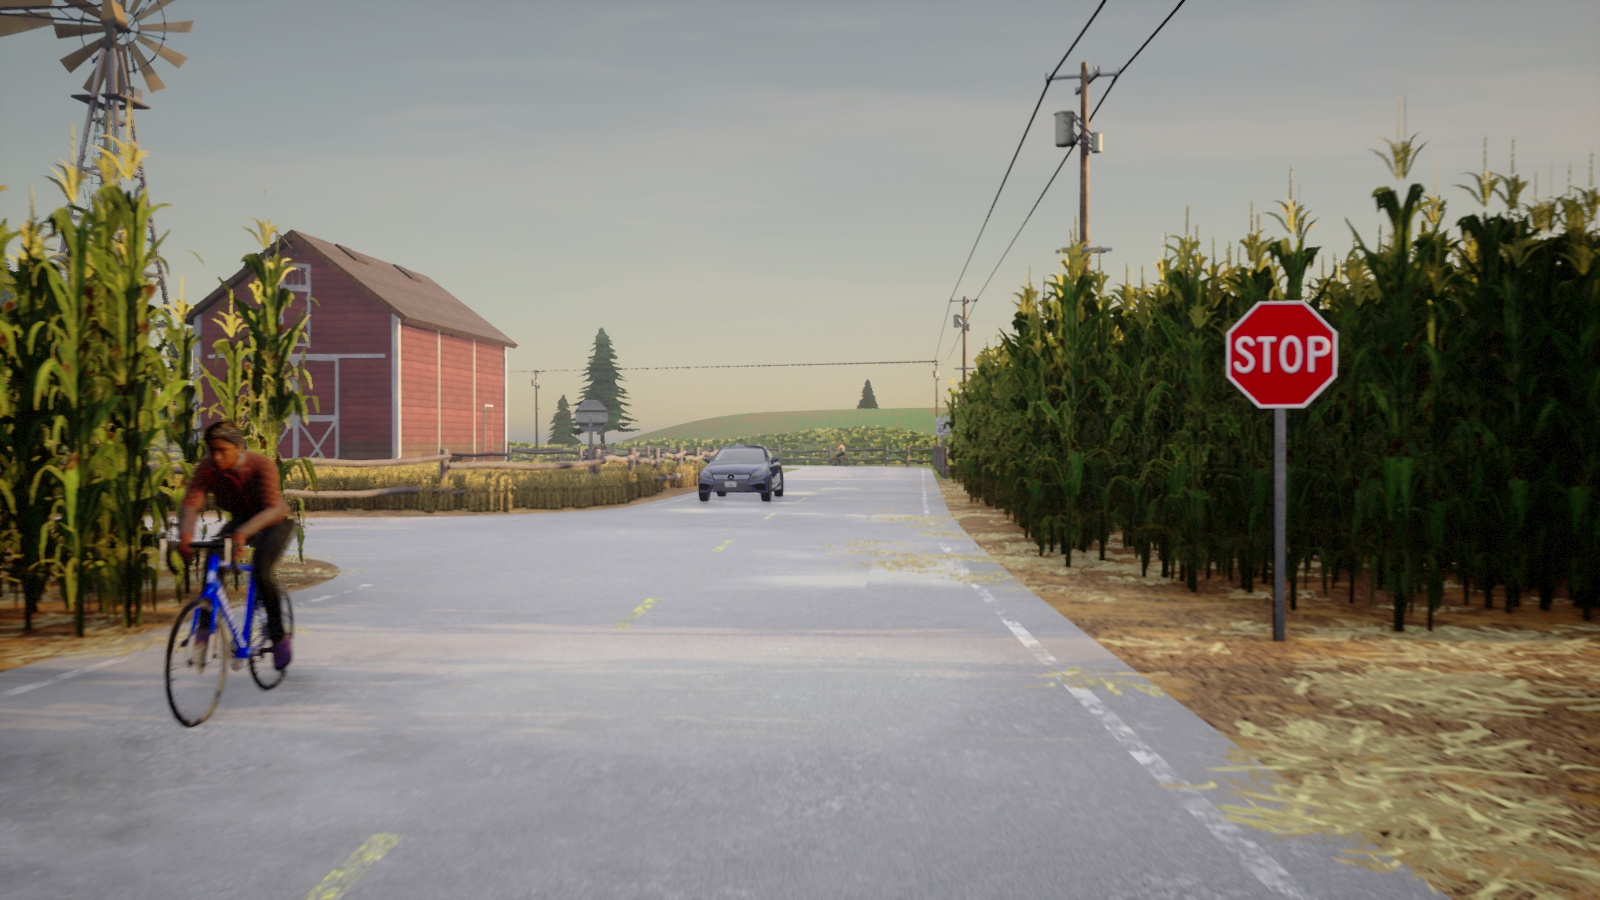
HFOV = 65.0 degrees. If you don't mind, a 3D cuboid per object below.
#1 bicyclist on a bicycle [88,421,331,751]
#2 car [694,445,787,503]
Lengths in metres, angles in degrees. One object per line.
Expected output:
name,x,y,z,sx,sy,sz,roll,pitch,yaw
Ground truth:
bicyclist on a bicycle,-3.203,0.657,6.986,0.582,1.620,1.656,0,1,-1
car,-1.496,0.583,33.417,1.812,1.442,4.674,0,0,5
